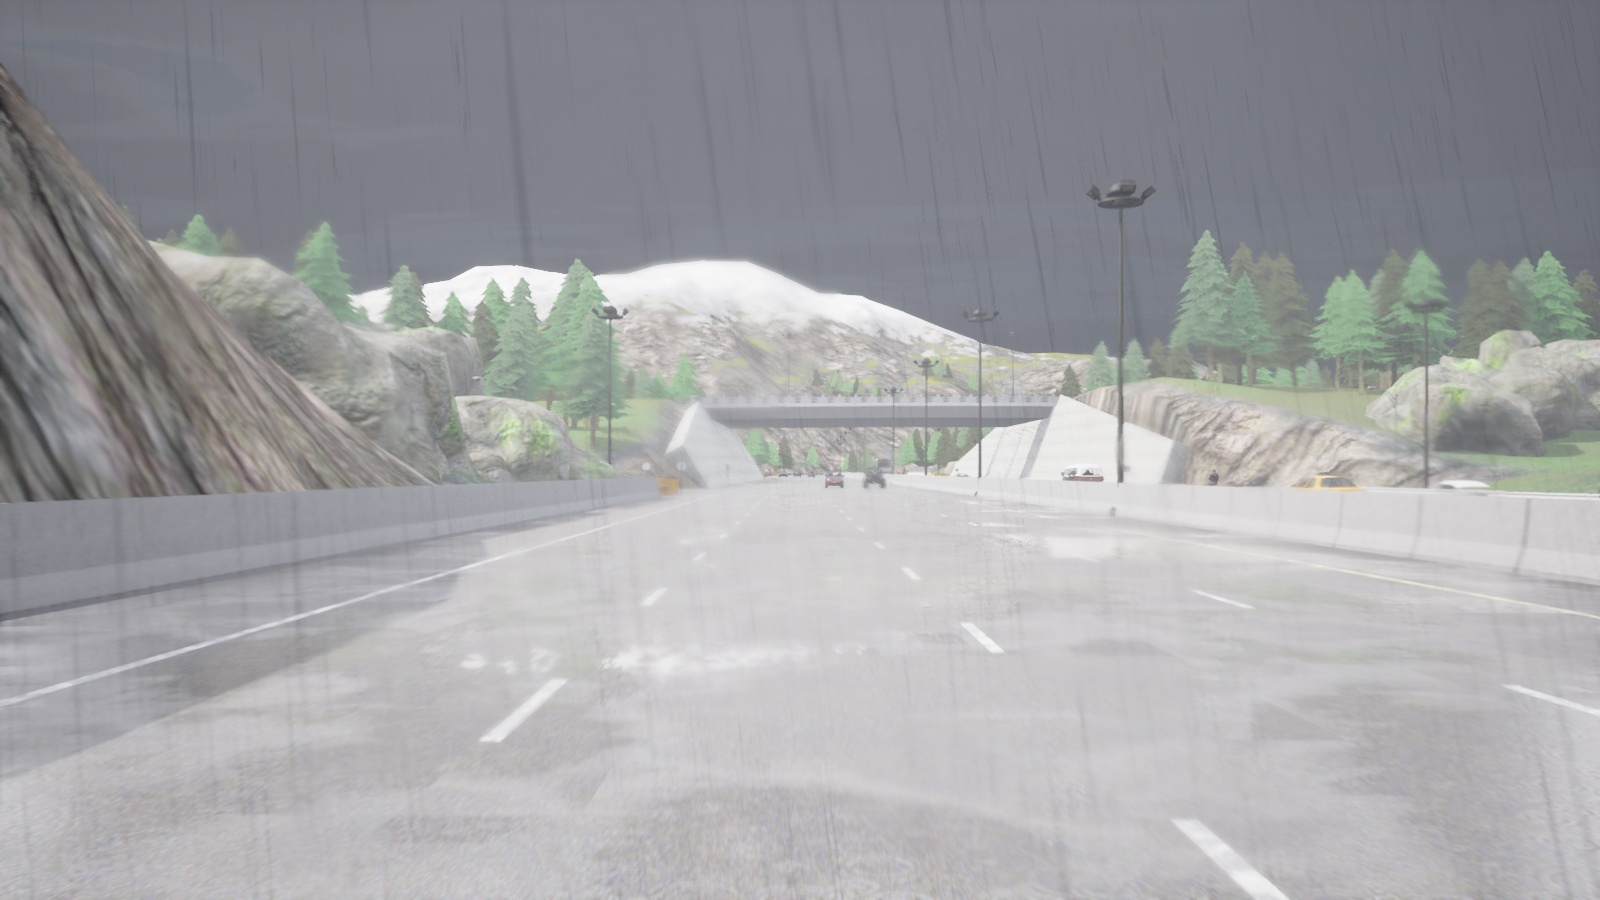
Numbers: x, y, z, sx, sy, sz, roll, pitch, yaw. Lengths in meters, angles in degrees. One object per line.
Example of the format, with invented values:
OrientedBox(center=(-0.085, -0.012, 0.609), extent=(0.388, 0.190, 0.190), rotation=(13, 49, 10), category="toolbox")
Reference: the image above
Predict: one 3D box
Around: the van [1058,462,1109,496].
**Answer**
OrientedBox(center=(17.312, 1.752, 76.903), extent=(2.069, 2.038, 4.480), rotation=(0, -1, 0), category="van")

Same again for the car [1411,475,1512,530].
OrientedBox(center=(17.420, 1.353, 33.166), extent=(1.481, 1.376, 2.207), rotation=(0, -1, 0), category="car")

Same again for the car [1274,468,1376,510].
OrientedBox(center=(20.878, 1.507, 50.160), extent=(1.801, 1.575, 5.366), rotation=(0, -1, 0), category="car")
